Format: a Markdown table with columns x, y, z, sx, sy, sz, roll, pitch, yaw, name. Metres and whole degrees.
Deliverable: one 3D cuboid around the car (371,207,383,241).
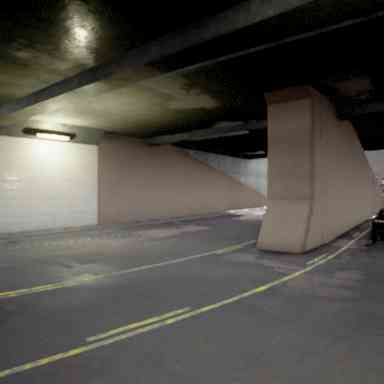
| x | y | z | sx | sy | sz | roll | pitch | yaw | name |
| --- | --- | --- | --- | --- | --- | --- | --- | --- | --- |
| 9.655 | 1.424 | 15.528 | 2.128 | 1.511 | 4.902 | 0 | 0 | 36 | car |
